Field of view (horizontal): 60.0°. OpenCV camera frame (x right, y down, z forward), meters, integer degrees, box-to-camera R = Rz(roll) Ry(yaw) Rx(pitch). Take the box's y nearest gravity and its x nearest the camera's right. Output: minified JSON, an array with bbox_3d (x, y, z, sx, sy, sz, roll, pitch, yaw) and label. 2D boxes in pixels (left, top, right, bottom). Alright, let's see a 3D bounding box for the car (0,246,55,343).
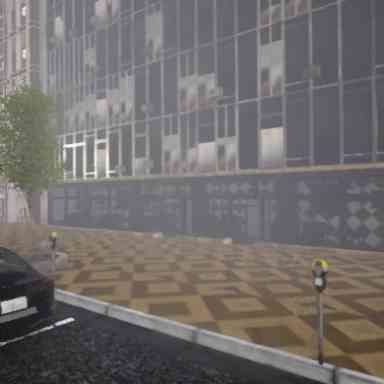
[{"bbox_3d":[-4.162,1.628,5.843,4.313,1.339,1.947,-1,-1,35],"label":"car"}]
